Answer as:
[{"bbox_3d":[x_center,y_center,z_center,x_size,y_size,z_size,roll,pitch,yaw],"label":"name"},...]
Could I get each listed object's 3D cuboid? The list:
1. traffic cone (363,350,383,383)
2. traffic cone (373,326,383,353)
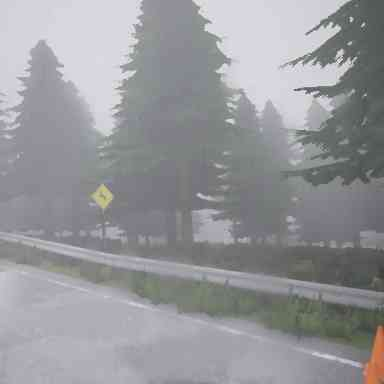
[{"bbox_3d":[1.784,1.956,3.273,0.340,0.580,0.340,0,0,33],"label":"traffic cone"},{"bbox_3d":[2.328,1.956,4.109,0.340,0.580,0.340,0,0,34],"label":"traffic cone"}]
